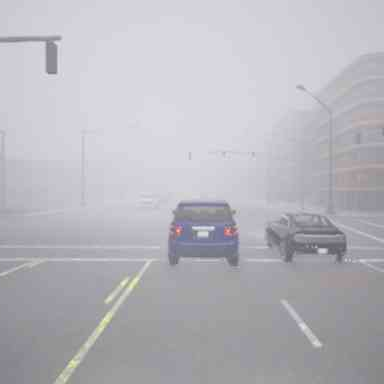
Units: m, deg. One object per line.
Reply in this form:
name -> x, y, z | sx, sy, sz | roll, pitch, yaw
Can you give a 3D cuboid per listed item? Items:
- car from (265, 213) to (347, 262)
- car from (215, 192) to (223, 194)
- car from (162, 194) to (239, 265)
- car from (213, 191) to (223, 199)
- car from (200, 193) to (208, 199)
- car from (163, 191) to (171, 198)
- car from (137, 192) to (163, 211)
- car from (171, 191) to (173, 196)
car -> 3.938, 1.517, 12.202 | 2.128, 1.511, 4.902 | 0, 0, 2
car -> 6.069, 1.045, 71.016 | 2.128, 1.511, 4.902 | 0, 1, 2
car -> 0.419, 1.243, 11.906 | 2.150, 2.045, 5.566 | 0, 0, 2
car -> 6.346, 0.739, 81.210 | 2.097, 1.767, 4.553 | 0, 0, 2
car -> 2.836, 0.935, 80.926 | 1.994, 1.385, 4.181 | 0, 0, 2
car -> -5.050, 1.030, 51.567 | 2.150, 2.045, 5.566 | 0, 1, 2
car -> -5.342, 1.160, 41.184 | 2.150, 2.045, 5.566 | 0, 1, 2
car -> -4.693, 0.868, 62.015 | 2.150, 2.045, 5.566 | 0, 1, 2
